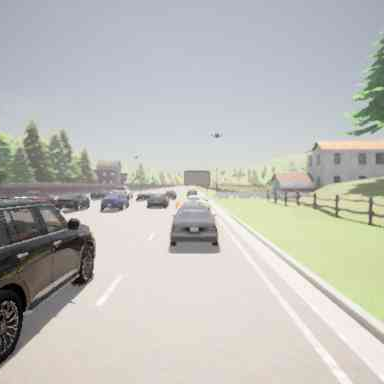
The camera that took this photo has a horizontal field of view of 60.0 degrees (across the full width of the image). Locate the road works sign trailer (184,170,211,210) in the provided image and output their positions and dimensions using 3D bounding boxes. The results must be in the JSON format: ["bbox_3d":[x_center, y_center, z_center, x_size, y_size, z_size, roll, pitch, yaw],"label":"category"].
[{"bbox_3d":[0.460,-0.175,29.849,2.380,3.560,2.880,0,1,-2],"label":"road works sign trailer"}]

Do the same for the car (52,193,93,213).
[{"bbox_3d":[-10.402,0.877,29.362,1.837,1.490,4.892,0,2,0],"label":"car"}]

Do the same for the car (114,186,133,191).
[{"bbox_3d":[-10.406,0.139,50.684,2.150,2.045,5.566,0,1,0],"label":"car"}]

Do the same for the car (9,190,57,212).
[{"bbox_3d":[-13.902,0.720,29.479,2.097,1.767,4.553,0,1,0],"label":"car"}]

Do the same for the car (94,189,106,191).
[{"bbox_3d":[-13.907,0.268,50.684,2.097,1.767,4.553,0,1,0],"label":"car"}]

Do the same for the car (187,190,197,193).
[{"bbox_3d":[-0.007,0.249,61.532,1.994,1.385,4.181,0,1,0],"label":"car"}]

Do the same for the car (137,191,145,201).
[{"bbox_3d":[-6.906,0.549,49.194,1.895,1.301,4.718,0,1,0],"label":"car"}]

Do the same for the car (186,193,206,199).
[{"bbox_3d":[0.343,0.977,26.261,1.812,1.442,4.674,0,0,7],"label":"car"}]

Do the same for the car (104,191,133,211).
[{"bbox_3d":[-6.908,0.883,30.001,1.812,1.442,4.674,0,1,0],"label":"car"}]

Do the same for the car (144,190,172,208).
[{"bbox_3d":[-3.405,0.836,34.001,1.994,1.385,4.181,0,1,0],"label":"car"}]

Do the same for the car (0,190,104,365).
[{"bbox_3d":[-3.402,1.098,5.708,2.150,2.045,5.566,0,1,0],"label":"car"}]

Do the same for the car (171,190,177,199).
[{"bbox_3d":[-3.407,0.393,52.993,1.812,1.442,4.674,0,1,0],"label":"car"}]

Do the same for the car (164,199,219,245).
[{"bbox_3d":[0.094,1.252,13.704,2.033,1.411,5.357,0,1,0],"label":"car"}]
